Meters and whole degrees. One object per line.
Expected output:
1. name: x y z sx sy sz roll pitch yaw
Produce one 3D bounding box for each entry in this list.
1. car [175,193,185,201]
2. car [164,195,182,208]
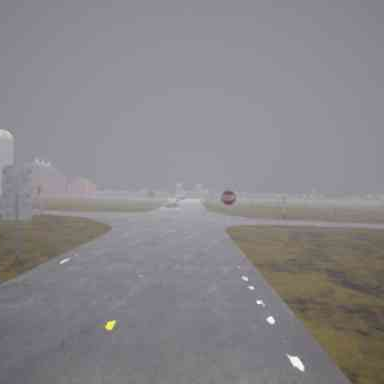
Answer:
1. car: -2.759 1.143 79.708 2.150 2.045 5.566 0 0 0
2. car: -2.751 1.524 46.373 1.812 1.442 4.674 0 1 0
